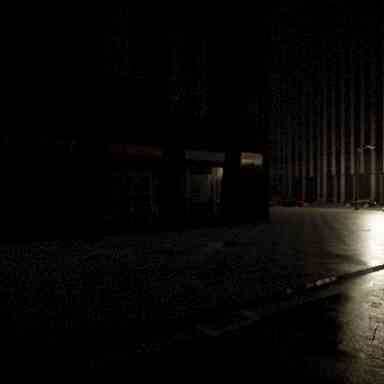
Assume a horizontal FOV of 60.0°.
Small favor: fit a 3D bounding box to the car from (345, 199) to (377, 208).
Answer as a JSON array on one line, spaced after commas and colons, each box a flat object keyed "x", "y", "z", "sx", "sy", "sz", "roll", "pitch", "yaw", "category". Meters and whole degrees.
[{"x": 25.039, "y": 1.639, "z": 49.378, "sx": 1.947, "sy": 1.339, "sz": 4.313, "roll": 0, "pitch": 0, "yaw": -36, "category": "car"}]

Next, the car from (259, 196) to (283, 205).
[{"x": 15.005, "y": 1.504, "z": 63.000, "sx": 1.967, "sy": 1.590, "sz": 4.097, "roll": 0, "pitch": 0, "yaw": -36, "category": "car"}]

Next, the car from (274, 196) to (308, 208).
[{"x": 14.815, "y": 1.603, "z": 48.883, "sx": 1.887, "sy": 1.381, "sz": 4.507, "roll": 0, "pitch": 0, "yaw": -36, "category": "car"}]

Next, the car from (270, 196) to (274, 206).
[{"x": 11.470, "y": 1.637, "z": 53.423, "sx": 1.802, "sy": 1.307, "sz": 4.206, "roll": 0, "pitch": 0, "yaw": -36, "category": "car"}]

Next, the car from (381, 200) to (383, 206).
[{"x": 28.385, "y": 1.392, "z": 44.837, "sx": 2.192, "sy": 1.841, "sz": 5.009, "roll": 0, "pitch": 0, "yaw": -36, "category": "car"}]
